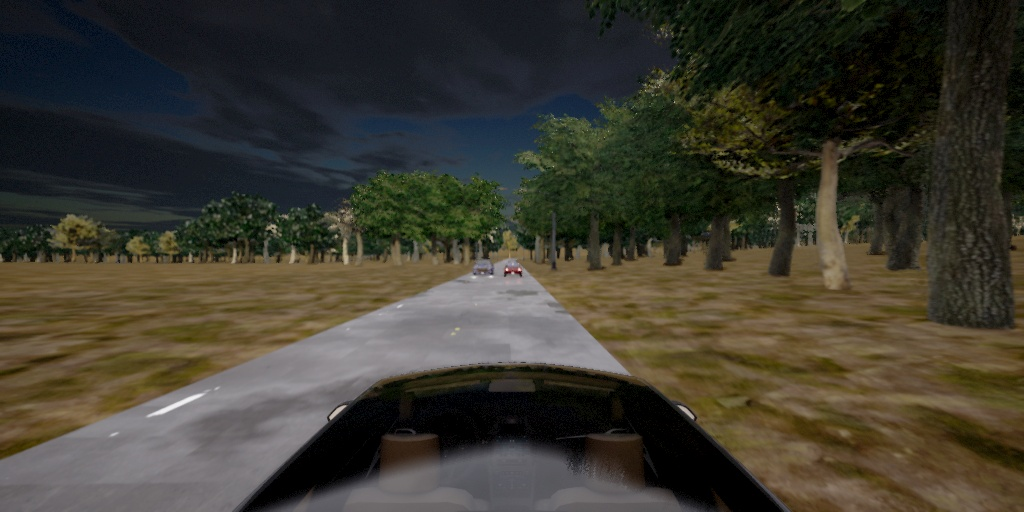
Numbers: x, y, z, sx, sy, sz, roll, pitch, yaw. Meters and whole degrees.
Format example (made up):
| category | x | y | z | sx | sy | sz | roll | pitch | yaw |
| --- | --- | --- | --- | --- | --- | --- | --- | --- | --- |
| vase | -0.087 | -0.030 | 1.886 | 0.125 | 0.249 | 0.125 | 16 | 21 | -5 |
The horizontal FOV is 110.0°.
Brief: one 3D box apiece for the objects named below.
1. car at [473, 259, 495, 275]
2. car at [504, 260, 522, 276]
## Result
| category | x | y | z | sx | sy | sz | roll | pitch | yaw |
| --- | --- | --- | --- | --- | --- | --- | --- | --- | --- |
| car | -3.006 | 1.135 | 38.692 | 2.097 | 1.767 | 4.553 | 0 | 0 | 0 |
| car | 0.101 | 1.385 | 37.606 | 1.895 | 1.301 | 4.718 | 0 | 0 | 0 |
